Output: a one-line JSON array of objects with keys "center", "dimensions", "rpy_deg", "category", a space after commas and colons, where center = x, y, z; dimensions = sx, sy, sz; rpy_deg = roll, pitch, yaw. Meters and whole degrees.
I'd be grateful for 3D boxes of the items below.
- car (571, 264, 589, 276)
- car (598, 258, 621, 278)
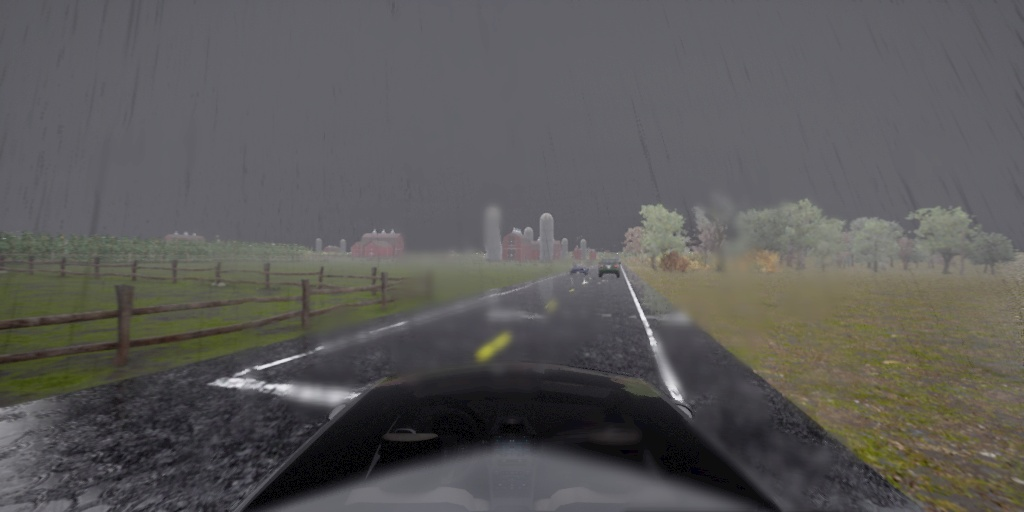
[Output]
[{"center": [8.312, 1.686, 43.774], "dimensions": [1.895, 1.301, 4.718], "rpy_deg": [0, 0, 16], "category": "car"}, {"center": [10.730, 1.283, 39.448], "dimensions": [2.150, 2.045, 5.566], "rpy_deg": [0, 0, 17], "category": "car"}]
